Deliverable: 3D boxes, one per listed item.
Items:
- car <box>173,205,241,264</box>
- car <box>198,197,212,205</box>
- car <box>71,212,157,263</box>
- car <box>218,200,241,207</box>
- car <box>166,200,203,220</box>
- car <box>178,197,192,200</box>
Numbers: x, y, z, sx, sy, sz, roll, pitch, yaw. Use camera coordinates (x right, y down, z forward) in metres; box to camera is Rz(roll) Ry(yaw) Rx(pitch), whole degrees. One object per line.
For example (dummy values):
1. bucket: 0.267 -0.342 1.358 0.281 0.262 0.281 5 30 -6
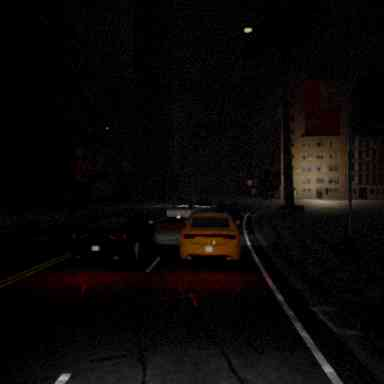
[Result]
1. car: 0.712 1.458 11.870 1.882 1.535 5.008 0 0 5
2. car: 1.973 1.452 52.909 2.033 1.411 5.357 0 0 13
3. car: -2.540 1.450 11.944 1.882 1.535 5.008 0 0 5
4. car: 3.221 1.433 29.215 1.882 1.535 5.008 0 0 11
5. car: -0.585 1.550 26.747 1.895 1.301 4.718 0 0 11
6. car: -1.211 1.458 53.660 1.994 1.385 4.181 0 0 13
